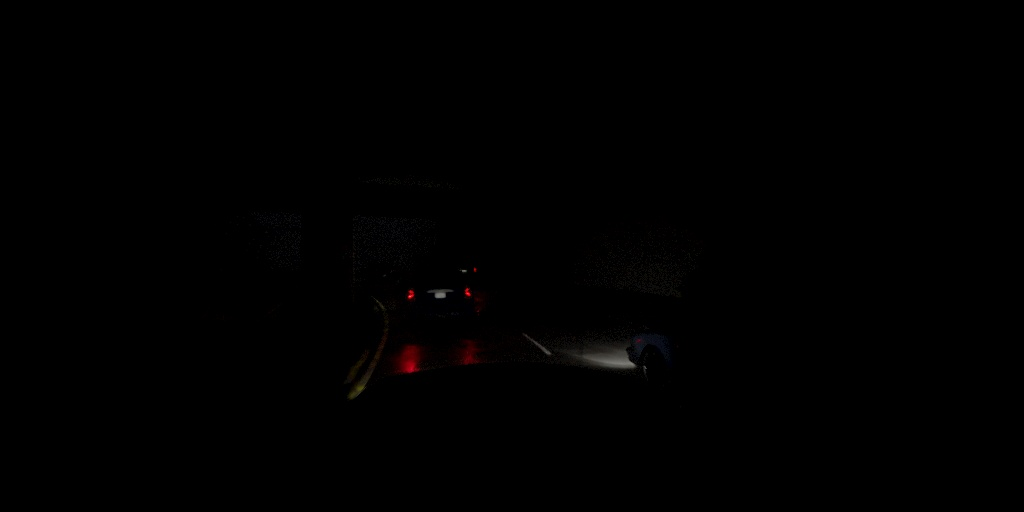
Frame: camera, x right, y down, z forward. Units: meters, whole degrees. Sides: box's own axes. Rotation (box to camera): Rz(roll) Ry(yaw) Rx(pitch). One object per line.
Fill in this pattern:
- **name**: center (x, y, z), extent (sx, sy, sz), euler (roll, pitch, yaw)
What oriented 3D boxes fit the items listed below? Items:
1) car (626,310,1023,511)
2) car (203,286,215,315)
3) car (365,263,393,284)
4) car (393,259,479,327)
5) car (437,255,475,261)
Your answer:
- **car**: center (3.119, 1.284, 3.609), extent (2.033, 1.411, 5.357), euler (0, 0, -8)
- **car**: center (-8.990, 1.276, 8.509), extent (2.128, 1.511, 4.902), euler (0, 0, -20)
- **car**: center (-10.313, 1.262, 28.045), extent (1.882, 1.535, 5.008), euler (0, 0, -27)
- **car**: center (-2.695, 1.110, 11.898), extent (2.097, 1.767, 4.553), euler (0, 0, -20)
- **car**: center (-3.949, 0.981, 23.294), extent (2.150, 2.045, 5.566), euler (0, 0, -27)
